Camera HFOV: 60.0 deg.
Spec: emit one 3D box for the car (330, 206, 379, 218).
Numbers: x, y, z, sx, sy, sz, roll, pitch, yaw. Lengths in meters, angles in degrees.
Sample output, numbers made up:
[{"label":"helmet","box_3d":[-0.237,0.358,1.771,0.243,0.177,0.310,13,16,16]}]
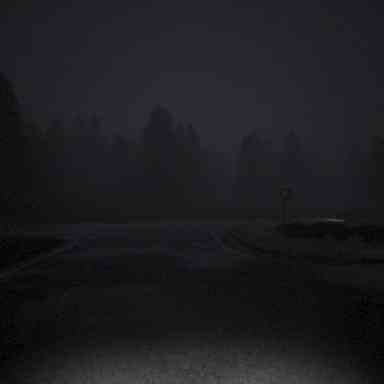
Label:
[{"label":"car","box_3d":[17.772,2.244,36.362,5.357,1.411,2.033,0,-1,-17]}]
